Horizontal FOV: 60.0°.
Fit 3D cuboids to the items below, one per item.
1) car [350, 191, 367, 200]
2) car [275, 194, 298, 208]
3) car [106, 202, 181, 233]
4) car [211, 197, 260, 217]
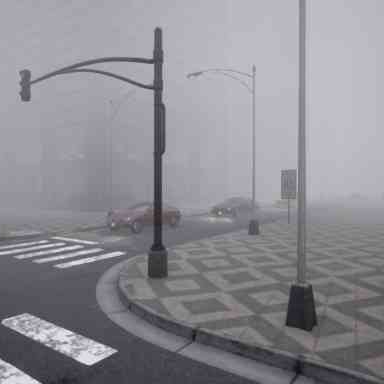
[{"bbox_3d":[26.377,0.559,52.683,1.812,1.442,4.674,0,1,36],"label":"car"},{"bbox_3d":[10.611,0.847,36.179,1.882,1.535,5.008,0,1,36],"label":"car"},{"bbox_3d":[-2.442,1.264,18.024,1.812,1.442,4.674,0,1,36],"label":"car"},{"bbox_3d":[3.593,1.112,26.428,2.033,1.411,5.357,0,1,36],"label":"car"}]
